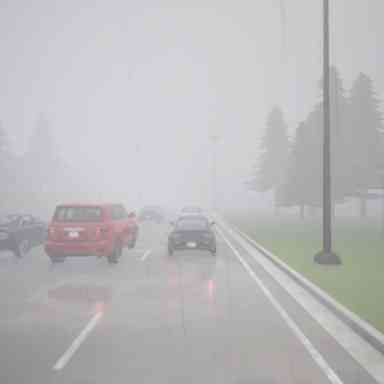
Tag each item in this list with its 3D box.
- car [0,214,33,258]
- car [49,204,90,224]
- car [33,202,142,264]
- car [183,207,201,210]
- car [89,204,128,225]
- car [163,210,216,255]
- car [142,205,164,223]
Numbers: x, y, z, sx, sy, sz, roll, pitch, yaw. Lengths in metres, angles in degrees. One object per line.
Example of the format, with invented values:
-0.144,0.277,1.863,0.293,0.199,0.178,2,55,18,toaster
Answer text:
-6.991,1.644,13.479,2.128,1.511,4.902,0,0,0,car
-10.498,1.848,28.862,1.812,1.442,4.674,0,0,0,car
-3.500,1.366,12.556,2.150,2.045,5.566,0,0,0,car
-0.003,1.917,28.223,1.895,1.301,4.718,0,-1,0,car
-7.000,1.811,28.476,2.128,1.511,4.902,0,0,0,car
0.013,1.681,13.874,1.812,1.442,4.674,0,0,0,car
-3.497,1.849,28.868,1.812,1.442,4.674,0,0,0,car
